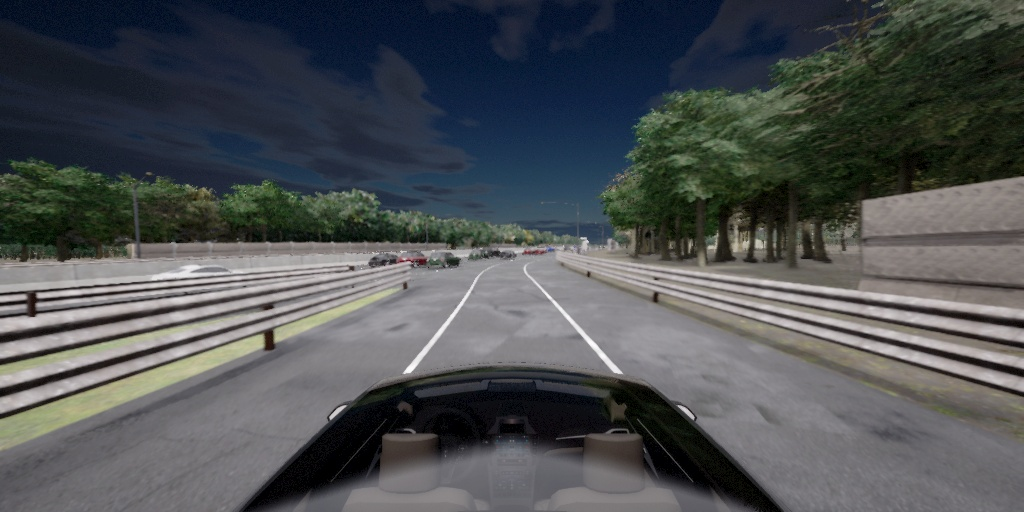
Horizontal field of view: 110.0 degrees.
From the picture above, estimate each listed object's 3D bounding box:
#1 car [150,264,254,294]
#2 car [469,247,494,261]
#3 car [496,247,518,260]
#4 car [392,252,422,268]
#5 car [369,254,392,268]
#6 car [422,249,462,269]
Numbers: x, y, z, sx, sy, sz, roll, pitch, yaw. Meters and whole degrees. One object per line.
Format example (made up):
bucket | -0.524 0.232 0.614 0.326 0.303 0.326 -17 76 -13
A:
car | -16.376 1.173 19.302 1.812 1.442 4.674 0 2 17
car | -4.994 -0.224 55.591 2.097 1.767 4.553 0 2 17
car | -0.443 -0.206 58.407 1.837 1.490 4.892 0 2 17
car | -10.337 0.344 38.556 2.097 1.767 4.553 0 2 17
car | -13.662 0.499 39.648 1.837 1.490 4.892 0 2 17
car | -6.996 0.339 37.508 2.097 1.767 4.553 0 2 17
